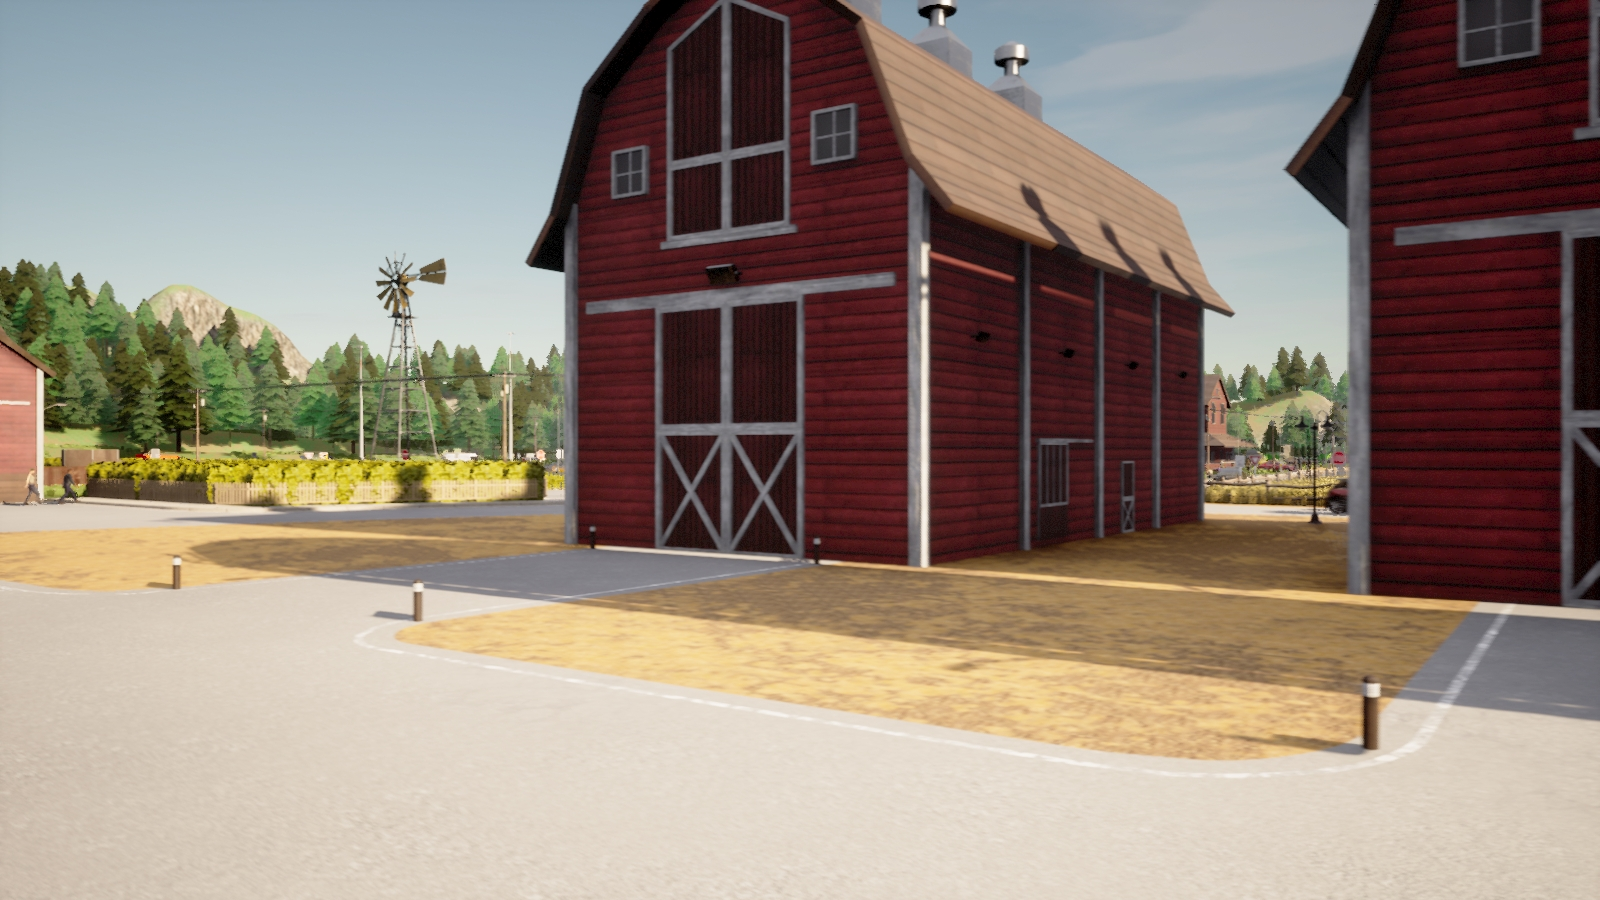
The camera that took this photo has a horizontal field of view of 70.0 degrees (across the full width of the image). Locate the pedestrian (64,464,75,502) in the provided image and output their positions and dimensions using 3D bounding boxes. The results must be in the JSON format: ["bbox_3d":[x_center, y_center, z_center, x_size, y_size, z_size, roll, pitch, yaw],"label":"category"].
[{"bbox_3d":[-36.046,1.618,56.370,0.375,1.860,0.375,0,0,43],"label":"pedestrian"}]

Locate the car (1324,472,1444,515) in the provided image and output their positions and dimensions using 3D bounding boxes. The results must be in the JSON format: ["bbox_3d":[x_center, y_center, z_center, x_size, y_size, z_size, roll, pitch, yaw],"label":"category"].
[{"bbox_3d":[26.250,1.905,51.441,4.553,1.767,2.097,0,0,35],"label":"car"}]

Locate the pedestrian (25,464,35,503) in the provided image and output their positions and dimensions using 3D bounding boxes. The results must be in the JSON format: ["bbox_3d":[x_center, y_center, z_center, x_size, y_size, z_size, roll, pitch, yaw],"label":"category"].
[{"bbox_3d":[-37.187,1.617,55.183,0.375,1.860,0.375,0,0,-26],"label":"pedestrian"}]
